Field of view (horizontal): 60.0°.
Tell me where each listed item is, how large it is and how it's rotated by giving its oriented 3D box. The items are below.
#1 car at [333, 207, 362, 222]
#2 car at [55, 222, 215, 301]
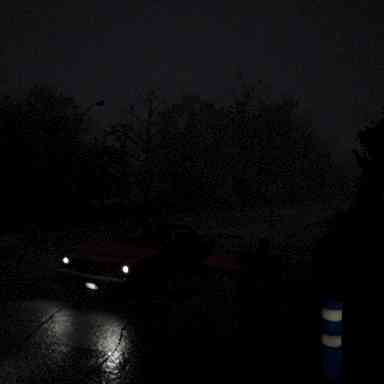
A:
[{"bbox_3d":[12.006,1.462,22.314,2.163,1.488,4.792,-2,2,-43],"label":"car"},{"bbox_3d":[-1.034,1.500,8.382,1.895,1.301,4.718,2,0,24],"label":"car"}]
